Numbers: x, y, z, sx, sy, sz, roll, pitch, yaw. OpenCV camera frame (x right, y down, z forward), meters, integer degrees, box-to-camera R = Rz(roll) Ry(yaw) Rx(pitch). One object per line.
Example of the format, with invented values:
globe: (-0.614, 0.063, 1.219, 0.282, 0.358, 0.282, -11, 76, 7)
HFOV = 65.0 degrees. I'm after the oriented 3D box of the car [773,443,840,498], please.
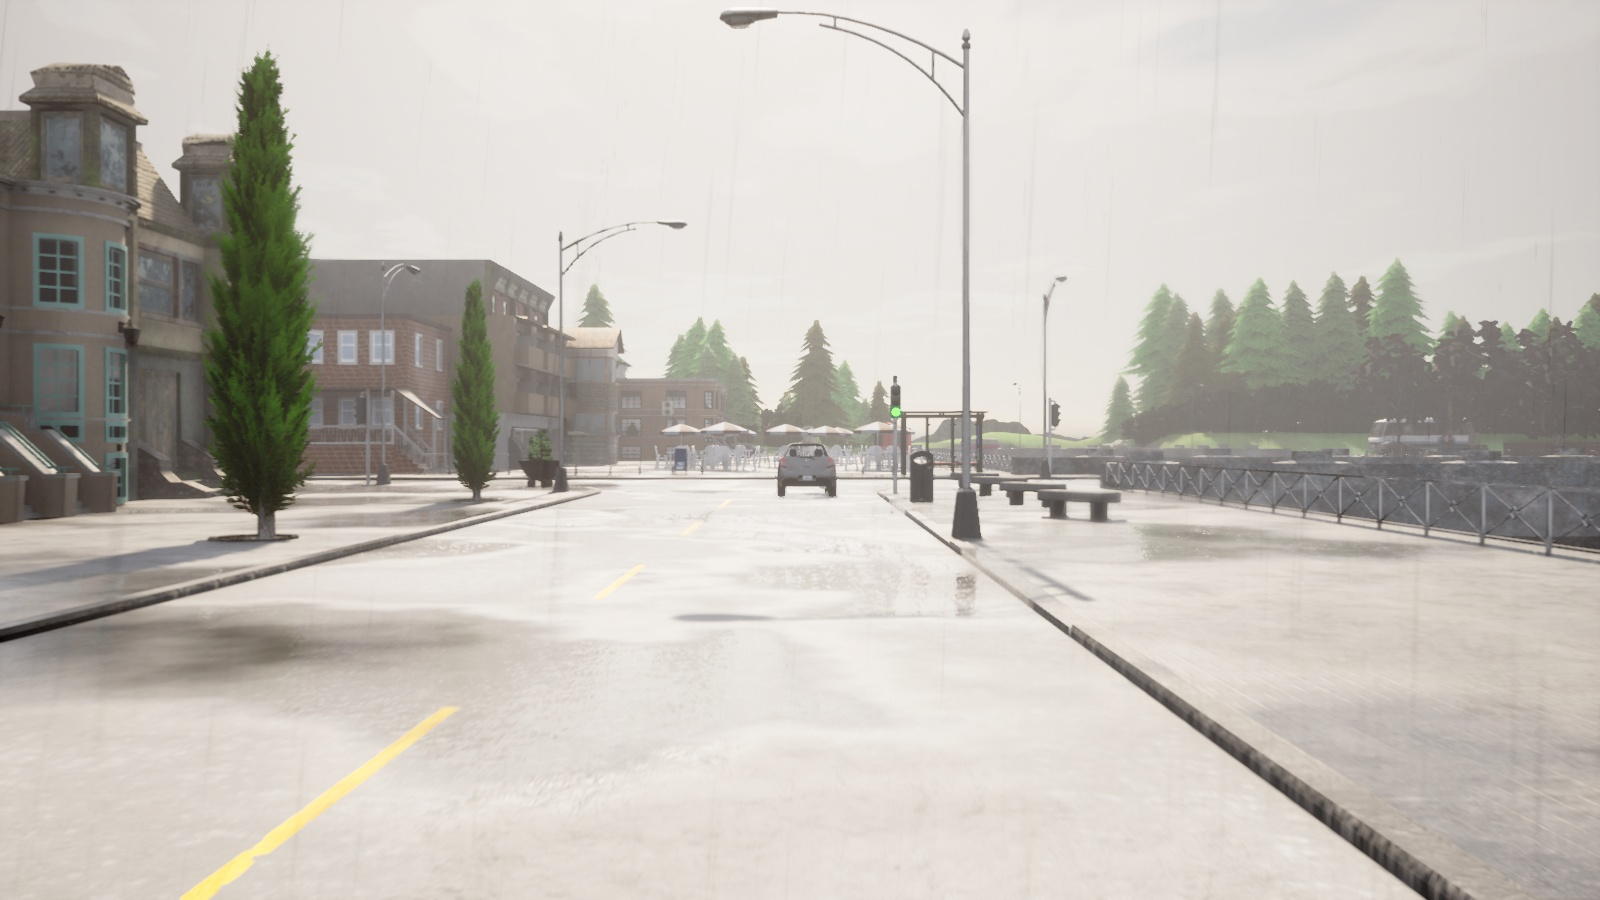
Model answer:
car: (0.155, 0.556, 36.257, 1.845, 1.501, 3.633, 0, 0, -1)
